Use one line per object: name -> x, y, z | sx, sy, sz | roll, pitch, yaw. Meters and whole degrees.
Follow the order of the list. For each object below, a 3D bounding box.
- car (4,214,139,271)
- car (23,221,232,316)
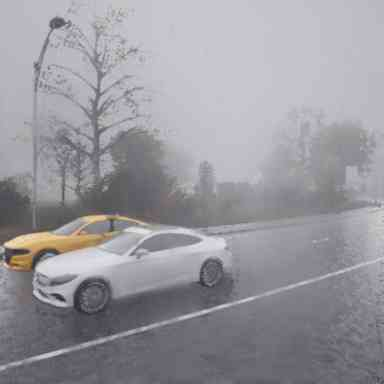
car -> -3.112, 1.497, 10.566 | 5.008, 1.535, 1.882 | 0, 0, -38
car -> -1.101, 1.539, 7.709 | 4.674, 1.442, 1.812 | 0, 0, -37
